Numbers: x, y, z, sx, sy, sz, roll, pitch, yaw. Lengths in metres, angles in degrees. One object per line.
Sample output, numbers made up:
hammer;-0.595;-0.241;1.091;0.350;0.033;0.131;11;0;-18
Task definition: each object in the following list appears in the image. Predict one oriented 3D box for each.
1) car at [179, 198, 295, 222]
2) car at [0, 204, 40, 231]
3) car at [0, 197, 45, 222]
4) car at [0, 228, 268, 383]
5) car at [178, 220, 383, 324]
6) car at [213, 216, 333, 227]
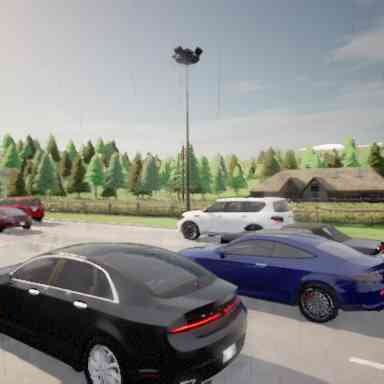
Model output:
car;1.950;1.286;15.506;5.566;2.045;2.150;-1;0;36
car;-11.975;1.720;21.145;4.674;1.442;1.812;0;0;36
car;-14.277;1.465;27.099;5.566;2.045;2.150;0;0;36
car;-1.554;1.542;5.105;4.892;1.490;1.837;0;0;36
car;1.598;1.549;7.154;4.674;1.442;1.812;0;0;36
car;3.177;1.630;10.329;4.718;1.301;1.895;-1;0;36
